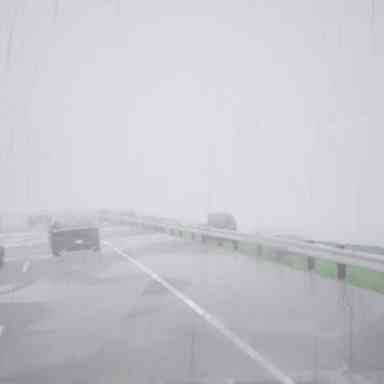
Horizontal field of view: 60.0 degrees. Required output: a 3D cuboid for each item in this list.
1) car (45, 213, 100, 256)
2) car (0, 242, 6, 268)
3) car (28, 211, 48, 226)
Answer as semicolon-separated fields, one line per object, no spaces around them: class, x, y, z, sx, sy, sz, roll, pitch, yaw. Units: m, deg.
car;-5.551;1.892;15.436;1.882;1.535;5.008;-3;0;-25
car;-6.996;2.034;10.239;2.033;1.411;5.357;-3;0;-24
car;-15.546;2.650;34.025;1.812;1.442;4.674;-3;0;-32
